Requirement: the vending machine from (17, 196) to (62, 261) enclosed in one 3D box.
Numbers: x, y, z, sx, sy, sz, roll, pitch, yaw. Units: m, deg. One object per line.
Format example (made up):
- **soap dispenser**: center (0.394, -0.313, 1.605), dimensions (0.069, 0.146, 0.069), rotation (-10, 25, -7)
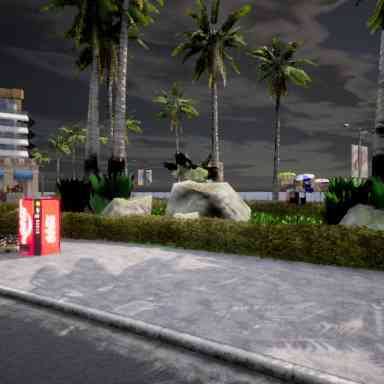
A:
- **vending machine**: center (-5.242, 1.195, 11.447), dimensions (0.880, 2.100, 1.100), rotation (0, 0, 28)
